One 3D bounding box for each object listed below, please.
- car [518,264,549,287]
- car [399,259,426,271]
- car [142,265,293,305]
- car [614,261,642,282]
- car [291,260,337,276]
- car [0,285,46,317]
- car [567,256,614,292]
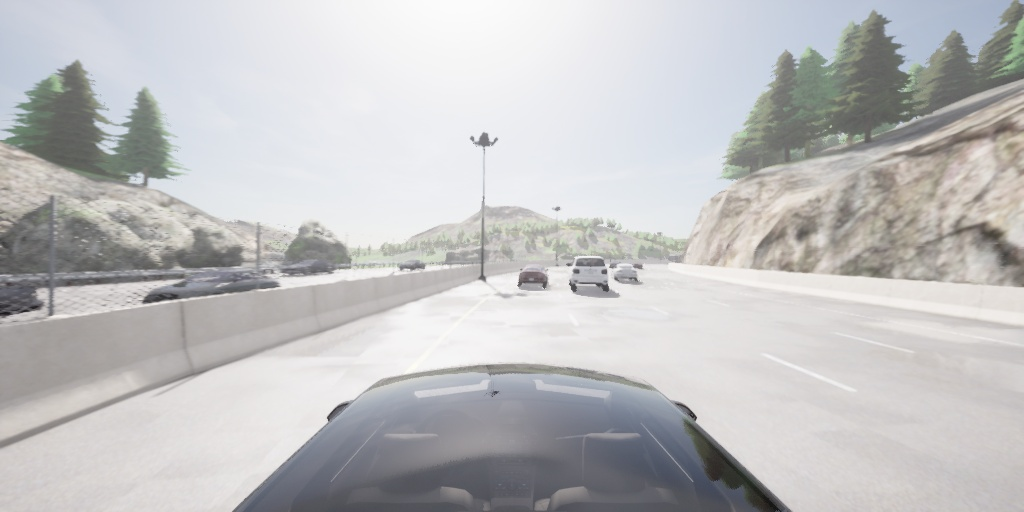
[{"bbox_3d":[1.500,1.292,24.497,1.812,1.442,4.674,1,0,8],"label":"car"},{"bbox_3d":[-12.582,1.108,45.774,1.812,1.442,4.674,1,0,13],"label":"car"},{"bbox_3d":[-10.237,1.179,12.704,1.994,1.385,4.181,1,0,3],"label":"car"},{"bbox_3d":[9.605,1.398,30.844,1.812,1.442,4.674,1,0,10],"label":"car"},{"bbox_3d":[-18.600,1.050,33.329,2.033,1.411,5.357,1,0,9],"label":"car"},{"bbox_3d":[-13.995,1.114,7.528,2.033,1.411,5.357,1,0,2],"label":"car"},{"bbox_3d":[4.682,1.031,22.456,2.150,2.045,5.566,0,0,7],"label":"car"}]
